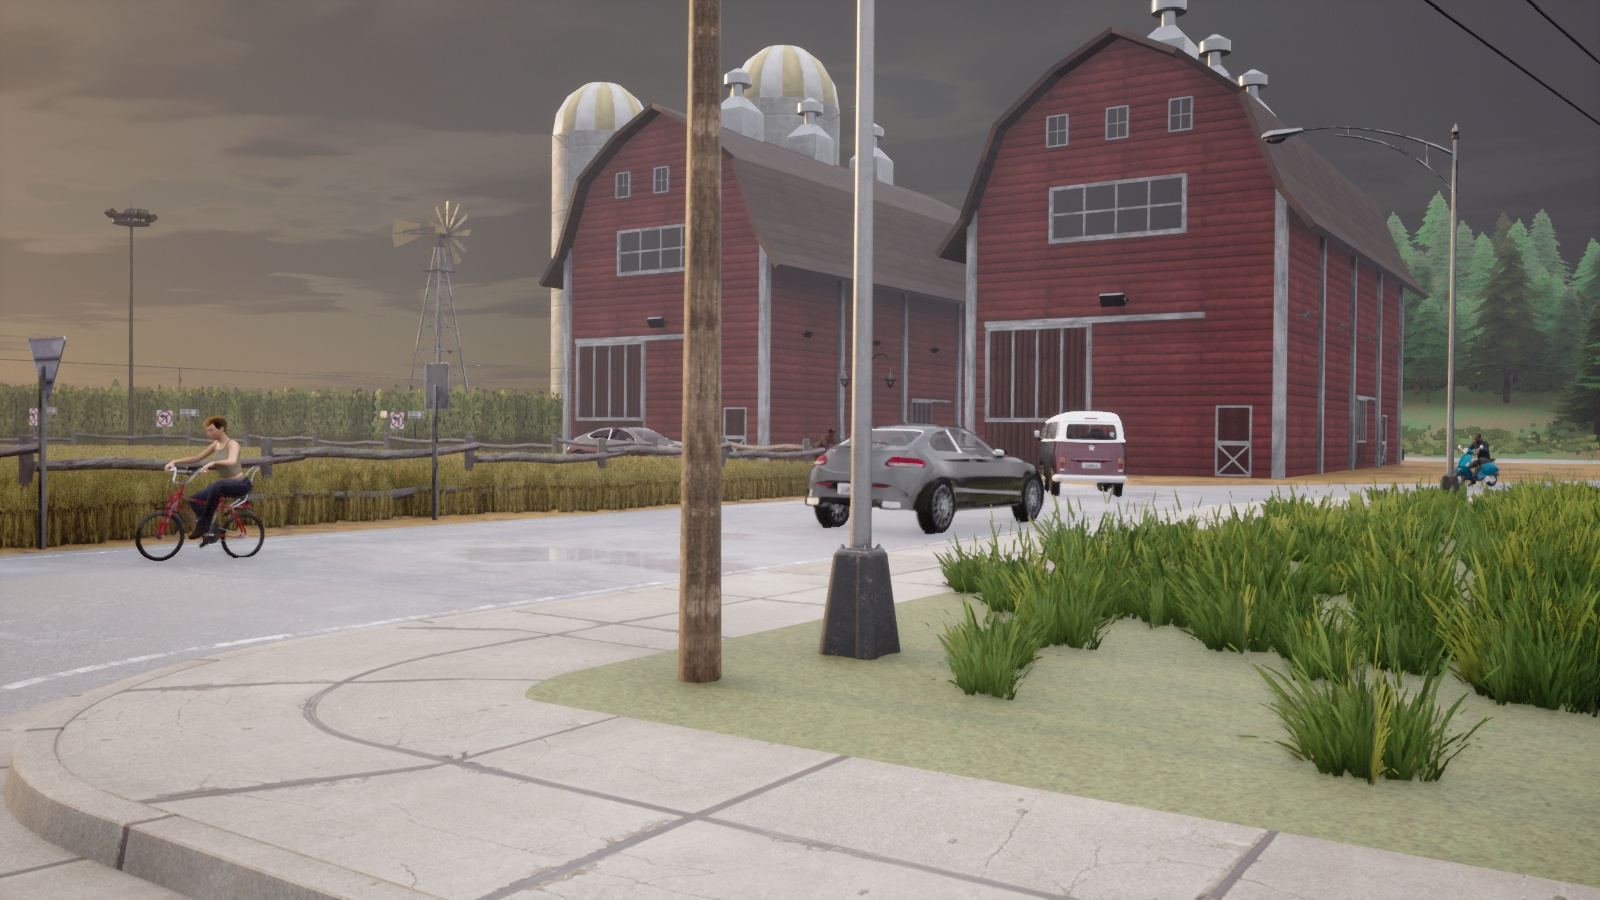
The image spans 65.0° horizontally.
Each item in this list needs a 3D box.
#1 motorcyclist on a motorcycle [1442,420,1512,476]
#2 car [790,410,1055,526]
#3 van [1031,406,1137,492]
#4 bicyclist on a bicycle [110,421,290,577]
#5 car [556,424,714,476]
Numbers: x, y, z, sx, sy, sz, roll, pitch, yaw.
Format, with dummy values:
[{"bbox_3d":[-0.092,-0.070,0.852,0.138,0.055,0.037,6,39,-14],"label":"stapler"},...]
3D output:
[{"bbox_3d":[20.030,-0.068,37.168,1.817,1.590,0.866,-1,1,-22],"label":"motorcyclist on a motorcycle"},{"bbox_3d":[2.153,0.210,20.509,2.152,1.651,5.027,0,1,34],"label":"car"},{"bbox_3d":[7.076,-0.056,31.757,2.069,2.038,4.480,0,1,6],"label":"van"},{"bbox_3d":[-6.606,0.535,13.881,0.866,1.612,1.509,0,-2,35],"label":"bicyclist on a bicycle"},{"bbox_3d":[-5.607,-0.020,42.489,5.027,1.651,2.152,0,1,31],"label":"car"}]
